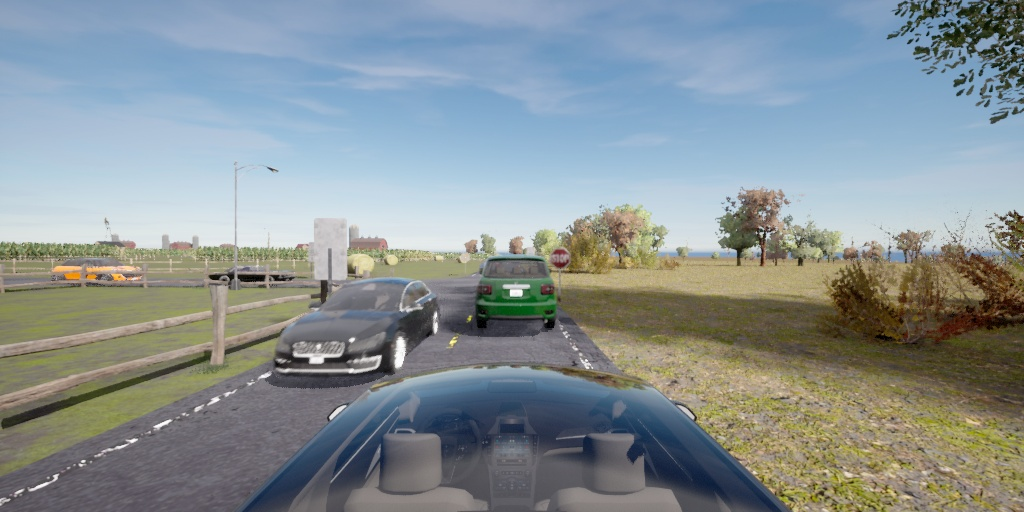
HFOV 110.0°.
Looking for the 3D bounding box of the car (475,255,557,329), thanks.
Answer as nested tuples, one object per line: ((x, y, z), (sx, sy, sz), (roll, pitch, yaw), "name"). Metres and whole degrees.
((0.113, 0.976, 11.371), (2.150, 2.045, 5.566), (0, 0, 0), "car")

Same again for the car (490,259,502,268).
((-2.719, 1.319, 62.011), (1.837, 1.490, 4.892), (0, 0, 0), "car")

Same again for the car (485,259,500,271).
((-2.753, 1.273, 51.636), (1.882, 1.535, 5.008), (0, 0, 0), "car")

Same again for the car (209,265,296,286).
((-17.310, 1.268, 24.134), (4.718, 1.301, 1.895), (0, 1, -1), "car")

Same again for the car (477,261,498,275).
((-2.779, 1.328, 41.523), (2.033, 1.411, 5.357), (0, 0, 0), "car")

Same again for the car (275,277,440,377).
((-2.814, 1.256, 7.622), (1.837, 1.490, 4.892), (0, 0, 0), "car")

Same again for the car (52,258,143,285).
((-27.555, 0.950, 24.048), (4.553, 1.767, 2.097), (0, 1, 0), "car")
